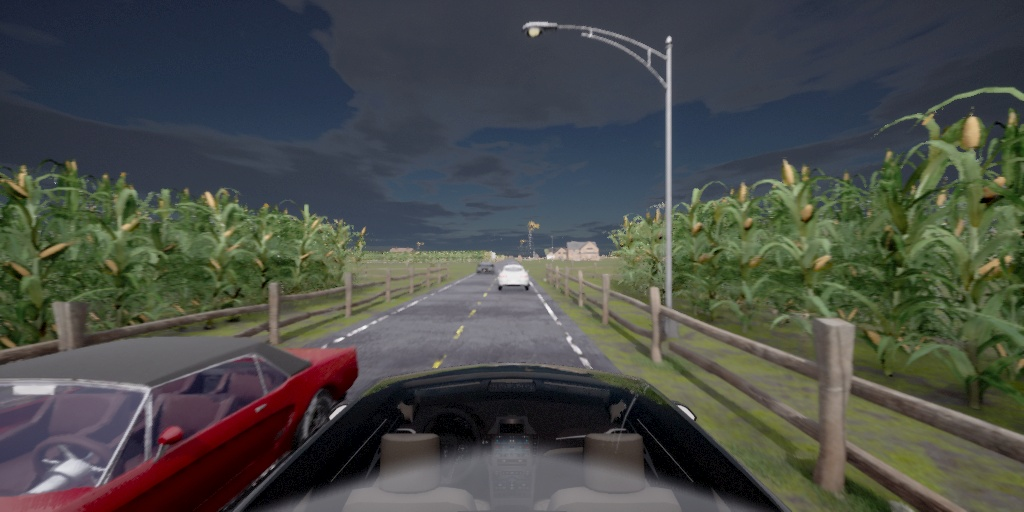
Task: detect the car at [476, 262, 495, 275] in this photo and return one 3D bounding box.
[{"bbox_3d":[-2.824,1.307,39.316,1.994,1.385,4.181,0,0,0],"label":"car"}]

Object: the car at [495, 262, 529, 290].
[{"bbox_3d":[0.095,1.265,22.242,1.812,1.442,4.674,0,0,0],"label":"car"}]

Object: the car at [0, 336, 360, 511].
[{"bbox_3d":[-2.844,1.351,2.269,1.895,1.301,4.718,0,0,0],"label":"car"}]
